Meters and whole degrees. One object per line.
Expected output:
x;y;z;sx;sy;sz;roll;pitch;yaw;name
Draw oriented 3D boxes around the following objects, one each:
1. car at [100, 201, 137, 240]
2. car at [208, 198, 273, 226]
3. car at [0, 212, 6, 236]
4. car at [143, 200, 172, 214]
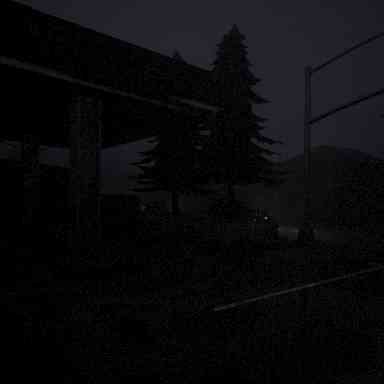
-4.603;1.445;18.243;1.905;1.878;3.866;1;0;-36;car
3.561;1.470;25.611;2.150;2.045;5.566;1;0;-36;car
-11.735;1.518;18.420;2.242;1.667;4.611;1;0;-36;car
-3.496;1.657;35.541;2.128;1.511;4.902;1;0;-35;car
